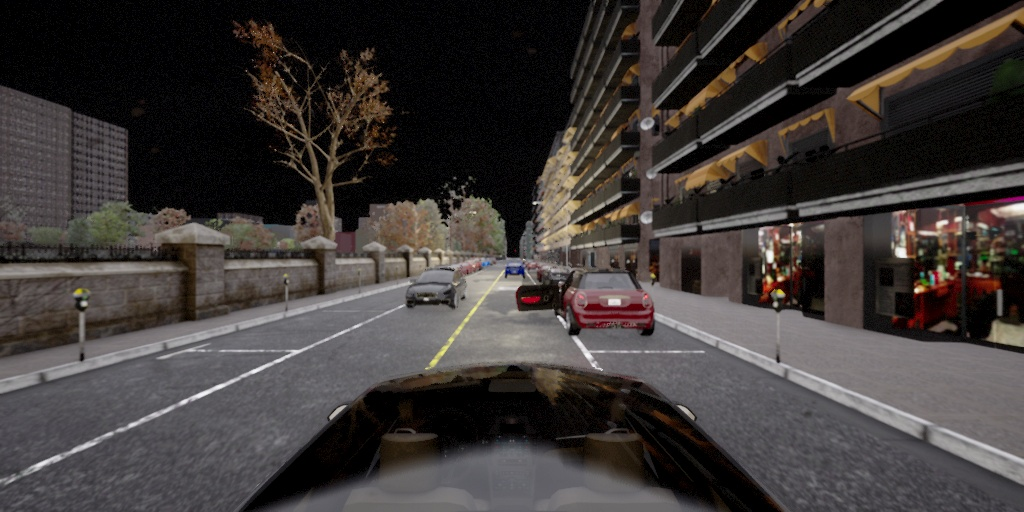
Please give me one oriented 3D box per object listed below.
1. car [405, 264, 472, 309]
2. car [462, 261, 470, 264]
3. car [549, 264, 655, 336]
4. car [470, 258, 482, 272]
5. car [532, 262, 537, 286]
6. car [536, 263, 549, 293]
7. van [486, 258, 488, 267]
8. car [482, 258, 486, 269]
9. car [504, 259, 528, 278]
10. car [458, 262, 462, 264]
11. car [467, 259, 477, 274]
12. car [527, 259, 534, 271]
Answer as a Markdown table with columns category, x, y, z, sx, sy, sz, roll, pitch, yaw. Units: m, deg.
| category | x | y | z | sx | sy | sz | roll | pitch | yaw |
| --- | --- | --- | --- | --- | --- | --- | --- | --- | --- |
| car | -3.006 | 1.277 | 15.063 | 1.837 | 1.490 | 4.892 | 0 | 0 | 0 |
| car | -5.454 | 1.387 | 34.423 | 1.802 | 1.307 | 4.207 | 0 | 0 | 0 |
| car | 2.450 | 1.118 | 10.632 | 2.097 | 1.767 | 4.553 | 0 | 0 | 0 |
| car | -5.370 | 1.274 | 45.679 | 1.967 | 1.591 | 4.097 | 0 | 0 | 0 |
| car | 2.885 | 1.342 | 28.731 | 1.888 | 1.381 | 4.507 | 0 | 0 | 0 |
| car | 2.844 | 1.338 | 23.100 | 2.007 | 1.370 | 4.403 | 0 | 0 | 0 |
| van | -5.287 | 1.210 | 56.940 | 1.690 | 1.789 | 3.998 | 0 | 0 | 0 |
| car | -5.329 | 1.166 | 51.309 | 2.192 | 1.841 | 5.009 | 0 | 0 | 0 |
| car | 0.285 | 1.285 | 34.666 | 1.882 | 1.535 | 5.008 | 0 | 0 | 1 |
| car | -5.495 | 1.362 | 28.793 | 1.948 | 1.339 | 4.313 | 0 | 0 | 0 |
| car | -5.412 | 1.362 | 40.051 | 1.888 | 1.381 | 4.507 | 0 | 0 | 0 |
| car | 3.051 | 1.435 | 51.247 | 1.802 | 1.307 | 4.207 | 0 | 0 | 0 |
